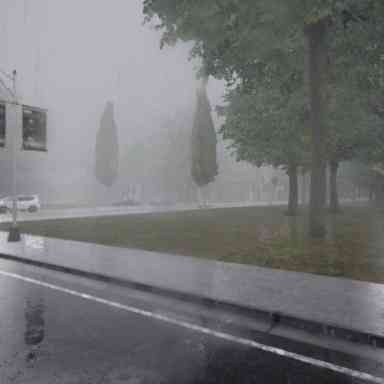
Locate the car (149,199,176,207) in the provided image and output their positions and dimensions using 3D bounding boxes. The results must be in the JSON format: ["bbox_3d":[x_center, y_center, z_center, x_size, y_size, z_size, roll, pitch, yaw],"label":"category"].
[{"bbox_3d":[-5.112,1.871,58.531,2.033,1.411,5.357,0,0,35],"label":"car"}]

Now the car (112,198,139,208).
[{"bbox_3d":[-11.132,1.761,55.640,1.882,1.535,5.008,0,-1,35],"label":"car"}]

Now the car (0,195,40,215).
[{"bbox_3d":[-19.947,1.387,37.366,2.150,2.045,5.566,0,0,34],"label":"car"}]
